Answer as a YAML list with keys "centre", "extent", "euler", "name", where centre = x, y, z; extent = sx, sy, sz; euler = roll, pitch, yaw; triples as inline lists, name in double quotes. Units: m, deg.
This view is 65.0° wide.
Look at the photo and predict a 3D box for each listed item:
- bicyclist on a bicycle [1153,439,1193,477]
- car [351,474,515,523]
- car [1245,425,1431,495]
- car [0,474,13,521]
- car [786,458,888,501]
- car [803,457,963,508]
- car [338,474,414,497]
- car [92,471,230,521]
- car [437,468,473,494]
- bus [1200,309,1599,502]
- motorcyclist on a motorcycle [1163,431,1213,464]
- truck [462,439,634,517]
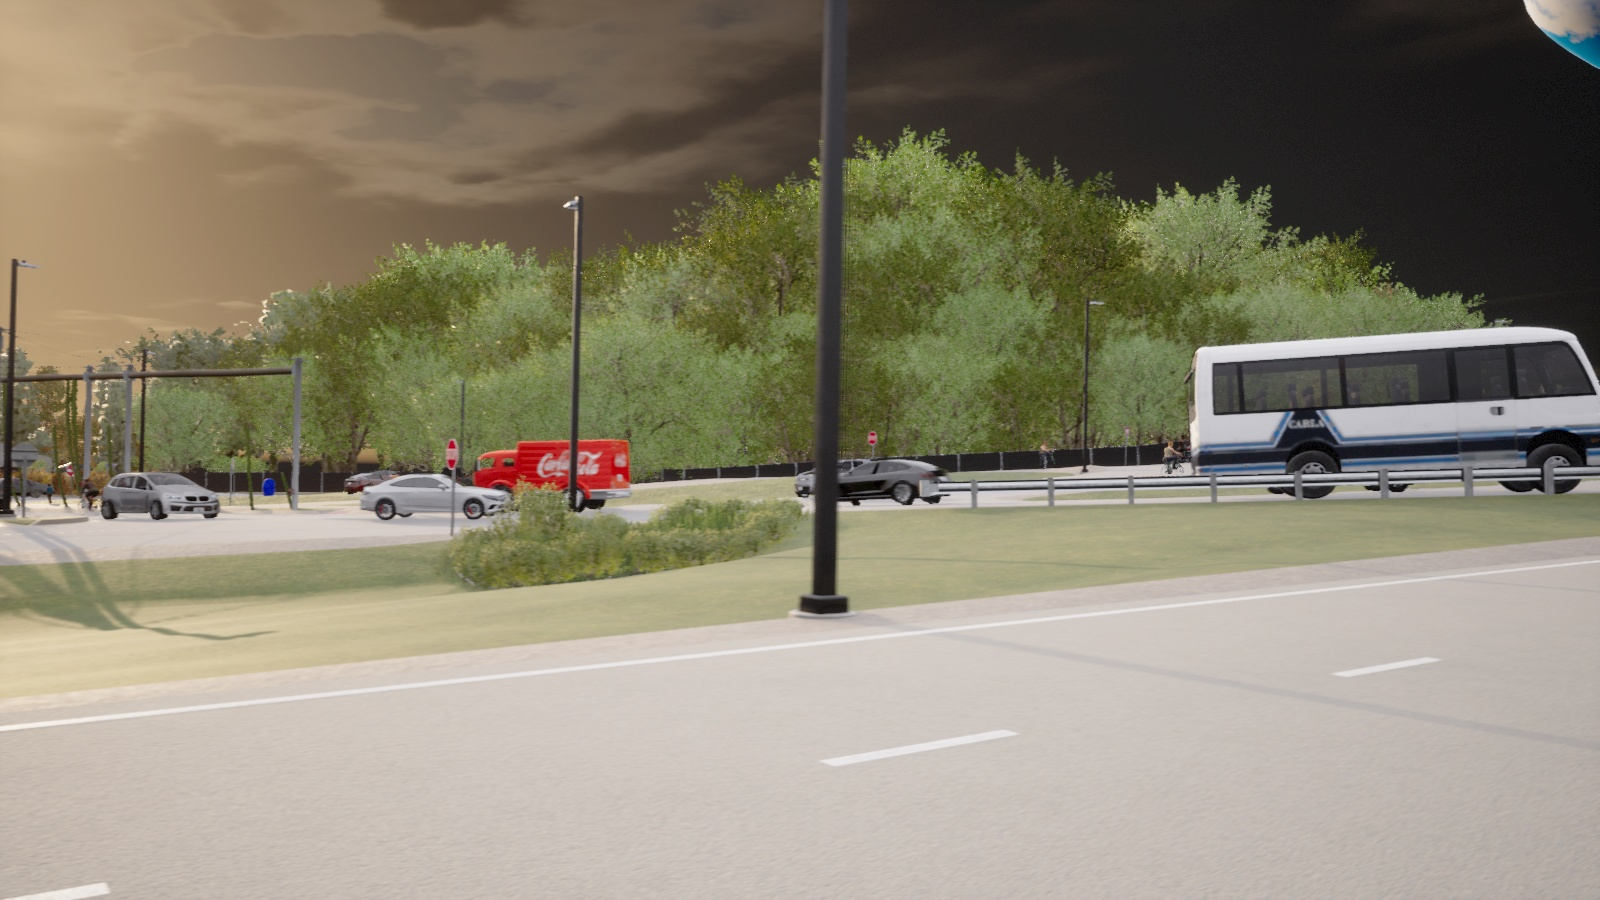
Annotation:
- centre: [16.500, 0.353, 55.541]
  extent: [1.509, 1.612, 0.866]
  euler: [-4, 2, -34]
  name: "bicyclist on a bicycle"
- centre: [-11.724, 1.535, 40.294]
  extent: [4.674, 1.442, 1.812]
  euler: [-1, 0, 4]
  name: "car"
- centre: [15.812, 0.308, 37.100]
  extent: [4.605, 1.855, 1.932]
  euler: [-2, -1, 5]
  name: "car"
- centre: [-33.985, 1.935, 50.826]
  extent: [3.866, 1.878, 1.905]
  euler: [-1, -2, 28]
  name: "car"
- centre: [1.475, 1.144, 49.552]
  extent: [3.633, 1.501, 1.845]
  euler: [-2, 1, -35]
  name: "car"
- centre: [2.683, 1.077, 41.302]
  extent: [4.792, 1.488, 2.163]
  euler: [-3, -3, 37]
  name: "car"
- centre: [-29.602, 2.479, 87.755]
  extent: [2.163, 1.488, 4.792]
  euler: [-1, -1, 29]
  name: "car"
- centre: [-22.517, 1.639, 44.204]
  extent: [4.611, 1.667, 2.242]
  euler: [-2, -2, 32]
  name: "car"
- centre: [-25.549, 2.251, 93.128]
  extent: [1.905, 1.878, 3.866]
  euler: [0, 0, -4]
  name: "car"
- centre: [16.218, -1.003, 33.267]
  extent: [10.273, 4.253, 3.944]
  euler: [-3, -3, 14]
  name: "bus"
- centre: [20.895, -0.123, 67.623]
  extent: [2.350, 1.649, 0.766]
  euler: [-3, -1, 33]
  name: "motorcyclist on a motorcycle"
- centre: [-8.704, 0.974, 43.702]
  extent: [5.204, 2.467, 2.627]
  euler: [-2, -2, 9]
  name: "truck"
